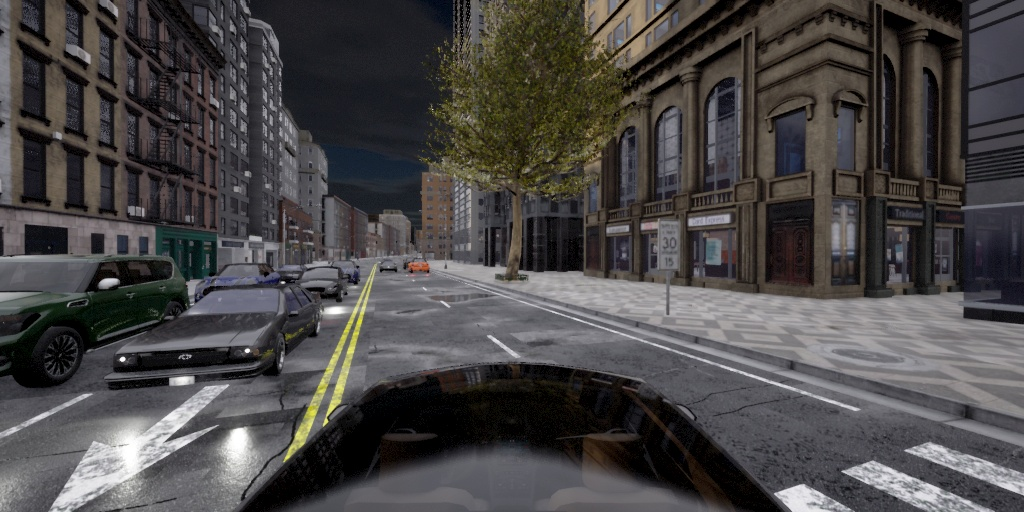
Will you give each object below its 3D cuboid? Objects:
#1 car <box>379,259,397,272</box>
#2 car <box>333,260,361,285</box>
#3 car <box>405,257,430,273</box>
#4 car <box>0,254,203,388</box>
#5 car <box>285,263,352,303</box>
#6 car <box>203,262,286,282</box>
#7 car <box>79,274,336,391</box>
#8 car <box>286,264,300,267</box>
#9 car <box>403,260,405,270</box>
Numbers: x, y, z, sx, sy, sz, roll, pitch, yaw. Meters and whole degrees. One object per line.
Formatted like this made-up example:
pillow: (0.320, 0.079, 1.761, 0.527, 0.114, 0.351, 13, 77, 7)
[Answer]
car: (-14.874, 1.225, 43.146, 1.994, 1.385, 4.181, 0, 0, -20)
car: (-12.021, 1.073, 25.558, 2.097, 1.767, 4.553, 0, 0, -20)
car: (-10.860, 1.025, 41.613, 2.097, 1.767, 4.553, 0, 0, -20)
car: (-8.565, 0.969, 6.834, 2.150, 2.045, 5.566, 0, 0, -20)
car: (-8.678, 1.244, 16.503, 1.837, 1.490, 4.892, 0, 0, -20)
car: (-11.937, 1.090, 15.940, 2.097, 1.767, 4.553, 0, 0, -20)
car: (-5.265, 1.295, 7.379, 2.033, 1.411, 5.357, 0, 0, -18)
car: (-15.234, 1.266, 24.867, 2.033, 1.411, 5.357, 0, 0, -21)
car: (-14.394, 0.982, 51.071, 2.097, 1.767, 4.553, 0, 0, -20)
